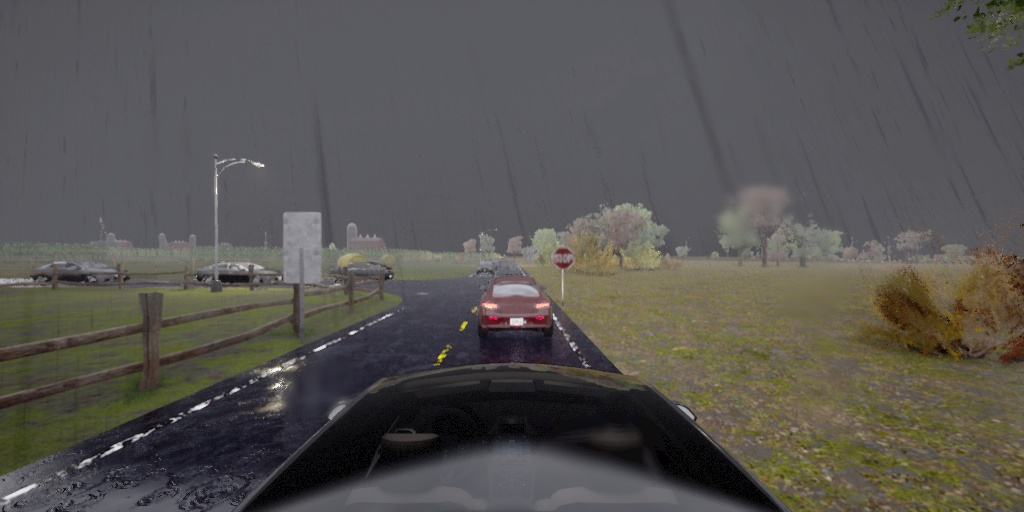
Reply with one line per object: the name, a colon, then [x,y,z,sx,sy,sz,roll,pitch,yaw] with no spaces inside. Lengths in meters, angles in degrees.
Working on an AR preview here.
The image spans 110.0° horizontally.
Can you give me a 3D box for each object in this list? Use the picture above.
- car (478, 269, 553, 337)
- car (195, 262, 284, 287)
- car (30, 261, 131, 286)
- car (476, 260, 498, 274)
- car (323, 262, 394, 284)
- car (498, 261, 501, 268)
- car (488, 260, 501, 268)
car: [0.053,1.271,10.153,1.812,1.442,4.674,0,0,-1]
car: [-17.257,1.142,22.863,4.902,1.511,2.128,0,1,-1]
car: [-27.207,1.075,22.744,4.902,1.511,2.128,0,1,-1]
car: [-2.891,1.254,40.250,1.837,1.490,4.892,0,0,0]
car: [-10.981,1.169,25.671,4.892,1.490,1.837,0,-1,8]
car: [-2.901,1.356,50.004,1.895,1.301,4.718,0,0,0]
car: [-2.867,1.329,60.489,1.994,1.385,4.181,0,0,0]
